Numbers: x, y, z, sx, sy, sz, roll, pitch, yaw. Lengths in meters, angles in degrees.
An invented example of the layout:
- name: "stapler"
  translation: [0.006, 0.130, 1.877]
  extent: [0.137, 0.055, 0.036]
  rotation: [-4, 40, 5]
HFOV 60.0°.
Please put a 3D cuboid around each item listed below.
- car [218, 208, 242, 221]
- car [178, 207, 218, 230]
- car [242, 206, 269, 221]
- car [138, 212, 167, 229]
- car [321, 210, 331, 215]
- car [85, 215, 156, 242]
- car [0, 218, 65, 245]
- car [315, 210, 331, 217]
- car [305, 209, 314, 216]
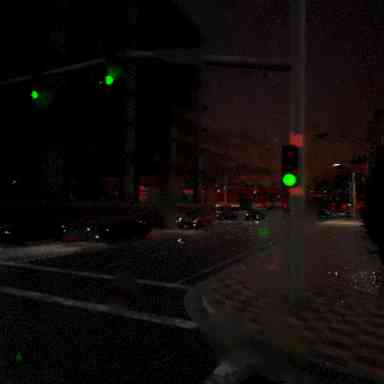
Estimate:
- name: "car"
  translation: [5.418, 3.521, 49.540]
  extent: [1.812, 1.442, 4.674]
  rotation: [0, -3, 27]
- name: "car"
  translation: [0.434, 2.591, 31.556]
  extent: [2.097, 1.767, 4.553]
  rotation: [0, -2, 26]
- name: "car"
  translation: [9.533, 3.412, 49.945]
  extent: [2.097, 1.767, 4.553]
  rotation: [0, -2, 26]
- name: "car"
  translation: [-4.110, 2.610, 30.236]
  extent: [1.882, 1.535, 5.008]
  rotation: [0, -3, 26]
- name: "car"
  translation: [33.489, 5.124, 82.980]
  extent: [1.895, 1.301, 4.718]
  rotation: [0, -2, 26]
- name: "car"
  translation: [-4.573, 2.382, 21.326]
  extent: [1.895, 1.301, 4.718]
  rotation: [0, -2, 26]
- name: "car"
  translation: [-9.470, 2.206, 19.285]
  extent: [1.994, 1.385, 4.181]
  rotation: [0, -2, 26]
- name: "car"
  translation: [29.083, 4.777, 73.971]
  extent: [1.994, 1.385, 4.181]
  rotation: [0, -2, 26]
- name: "car"
  translation: [25.757, 4.706, 75.137]
  extent: [1.882, 1.535, 5.008]
  rotation: [0, -2, 26]
